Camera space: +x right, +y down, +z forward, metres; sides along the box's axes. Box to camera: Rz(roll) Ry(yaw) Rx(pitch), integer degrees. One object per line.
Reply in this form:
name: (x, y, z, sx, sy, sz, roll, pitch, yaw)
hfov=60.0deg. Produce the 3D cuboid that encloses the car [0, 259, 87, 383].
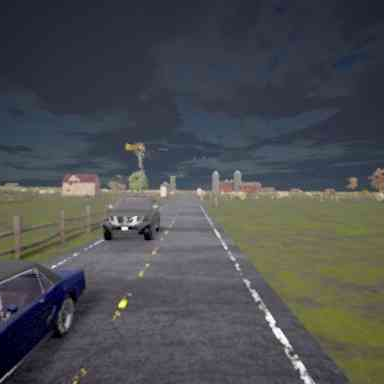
car: (-2.855, 1.596, 3.854, 1.895, 1.301, 4.718, 0, 0, 0)

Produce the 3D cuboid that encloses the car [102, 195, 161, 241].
car: (-2.857, 1.194, 16.911, 2.150, 2.045, 5.566, 0, 0, 0)
